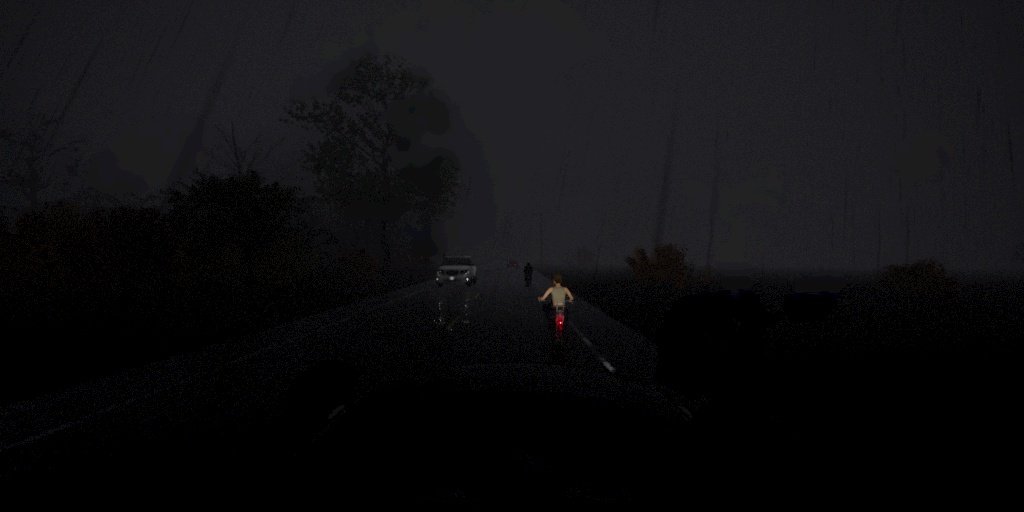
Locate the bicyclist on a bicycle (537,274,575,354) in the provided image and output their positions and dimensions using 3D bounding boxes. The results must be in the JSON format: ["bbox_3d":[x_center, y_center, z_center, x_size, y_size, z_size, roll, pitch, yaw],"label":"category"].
[{"bbox_3d":[0.978,1.188,7.775,0.866,1.612,1.509,0,0,0],"label":"bicyclist on a bicycle"}]

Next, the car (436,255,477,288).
[{"bbox_3d":[-3.599,0.974,24.222,2.150,2.045,5.566,0,0,0],"label":"car"}]

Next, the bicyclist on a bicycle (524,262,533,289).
[{"bbox_3d":[0.963,1.206,20.981,0.582,1.620,1.656,0,0,0],"label":"bicyclist on a bicycle"}]

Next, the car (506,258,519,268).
[{"bbox_3d":[0.101,1.247,61.279,1.837,1.490,4.892,0,1,0],"label":"car"}]
